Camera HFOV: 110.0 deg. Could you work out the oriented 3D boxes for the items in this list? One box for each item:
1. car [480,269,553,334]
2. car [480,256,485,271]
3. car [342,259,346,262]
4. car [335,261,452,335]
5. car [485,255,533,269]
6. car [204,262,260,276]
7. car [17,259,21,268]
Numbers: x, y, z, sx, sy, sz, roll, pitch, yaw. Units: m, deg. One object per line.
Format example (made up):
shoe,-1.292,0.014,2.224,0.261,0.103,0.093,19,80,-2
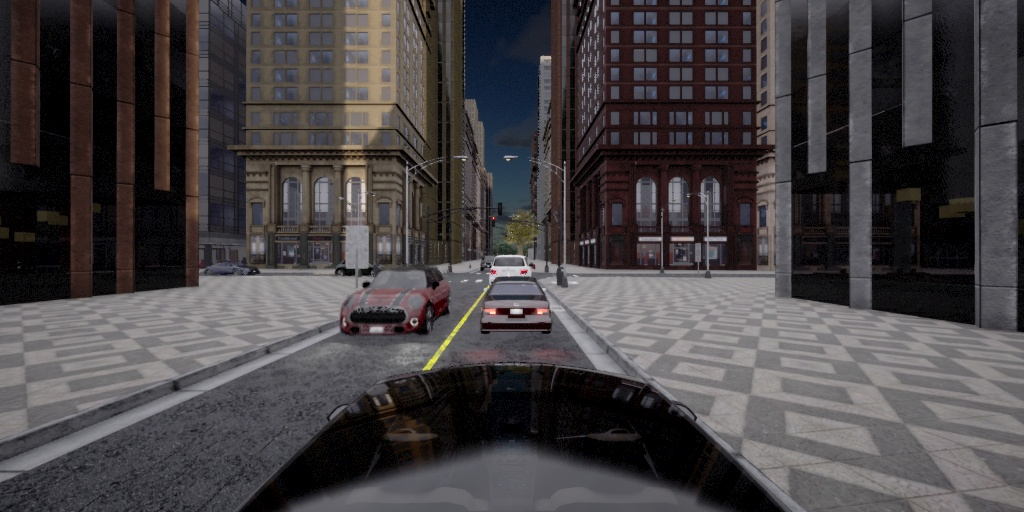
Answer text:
car,0.091,1.297,10.581,2.033,1.411,5.357,0,0,0
car,-3.129,0.969,49.456,2.150,2.045,5.566,0,0,-1
car,-13.823,1.053,33.295,4.553,1.767,2.097,0,0,0
car,-3.100,1.101,10.467,2.097,1.767,4.553,0,0,0
car,0.017,0.971,20.826,2.150,2.045,5.566,0,0,4
car,-25.922,1.231,33.312,4.181,1.385,1.994,0,0,0
car,-48.347,0.844,33.393,5.566,2.045,2.150,0,0,0
